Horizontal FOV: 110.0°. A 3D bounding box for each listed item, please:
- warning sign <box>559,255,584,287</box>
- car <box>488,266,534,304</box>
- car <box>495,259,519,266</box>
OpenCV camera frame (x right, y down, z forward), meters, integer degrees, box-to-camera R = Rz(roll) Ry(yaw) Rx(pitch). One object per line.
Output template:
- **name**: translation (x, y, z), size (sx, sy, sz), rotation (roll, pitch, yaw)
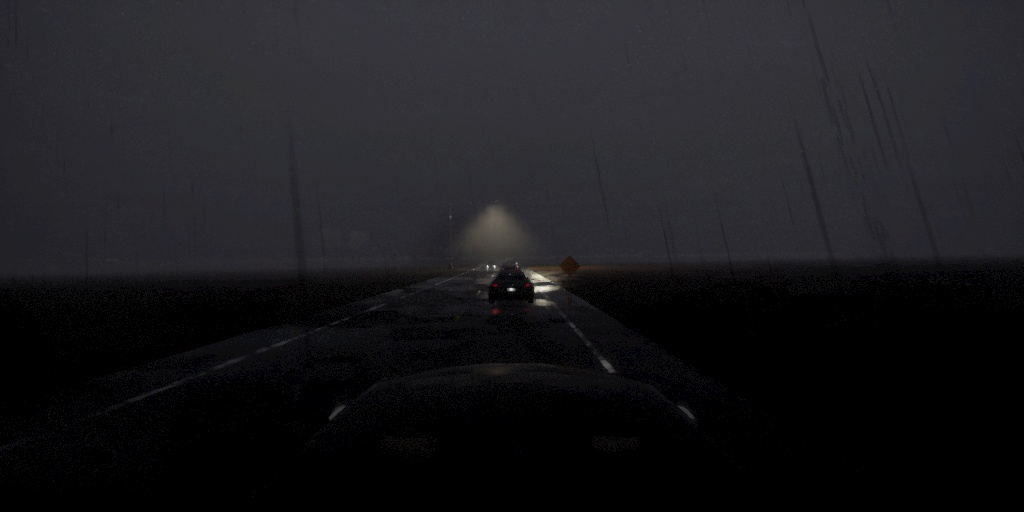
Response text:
- **warning sign**: translation (3.480, 0.872, 21.598), size (1.300, 1.860, 1.060), rotation (0, 0, 0)
- **car**: translation (-0.039, 1.327, 16.509), size (1.994, 1.385, 4.181), rotation (0, 0, 0)
- **car**: translation (-0.157, 1.260, 31.518), size (2.128, 1.511, 4.902), rotation (0, 0, -1)
